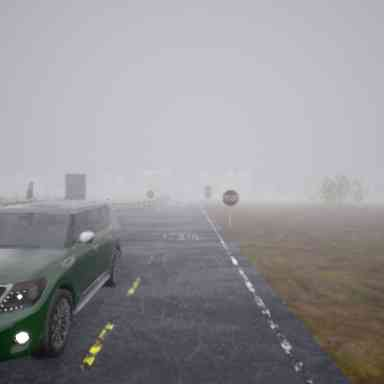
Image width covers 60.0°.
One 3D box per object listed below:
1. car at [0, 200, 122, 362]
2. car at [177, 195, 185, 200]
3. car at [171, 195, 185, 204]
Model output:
[{"bbox_3d":[-2.839,1.213,6.321,2.150,2.045,5.566,0,0,0],"label":"car"},{"bbox_3d":[-2.802,1.501,87.092,1.895,1.301,4.718,0,0,0],"label":"car"},{"bbox_3d":[-2.788,1.451,63.230,1.837,1.490,4.892,0,2,0],"label":"car"}]
